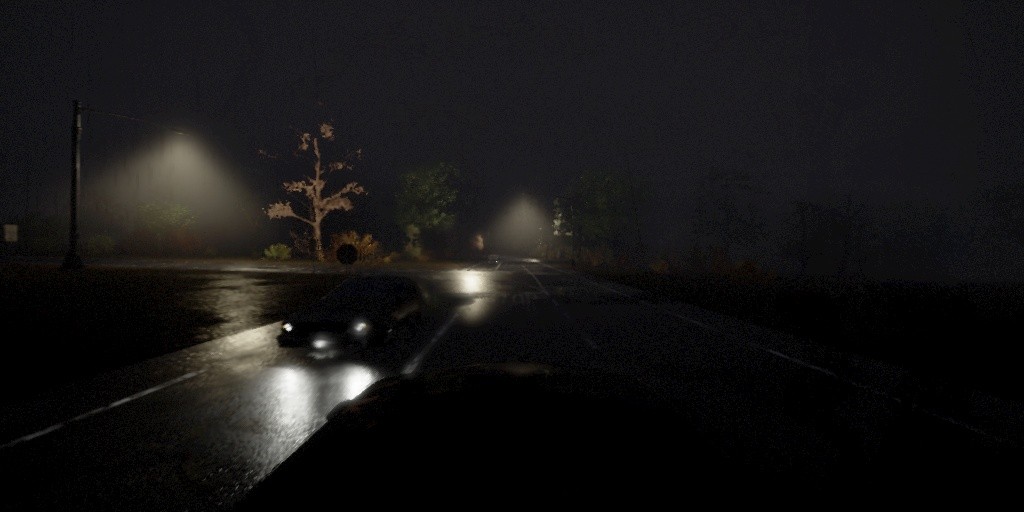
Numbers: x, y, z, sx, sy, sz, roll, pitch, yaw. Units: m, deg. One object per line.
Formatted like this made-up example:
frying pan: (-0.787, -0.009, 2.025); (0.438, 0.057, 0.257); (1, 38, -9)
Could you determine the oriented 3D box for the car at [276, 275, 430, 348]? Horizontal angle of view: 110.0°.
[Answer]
car: (-3.526, 1.215, 9.266); (2.033, 1.411, 5.357); (0, 1, 0)
